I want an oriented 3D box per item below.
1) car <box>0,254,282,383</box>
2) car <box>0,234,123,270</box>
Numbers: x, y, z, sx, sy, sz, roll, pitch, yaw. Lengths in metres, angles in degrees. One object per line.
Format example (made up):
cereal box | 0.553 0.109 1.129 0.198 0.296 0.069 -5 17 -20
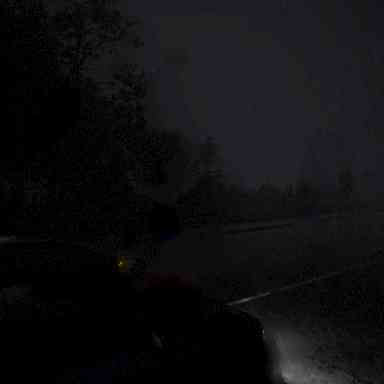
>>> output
car | -1.080 1.570 3.129 4.181 1.385 1.994 0 0 -36
car | -3.408 1.538 5.968 4.674 1.442 1.812 0 0 -36
